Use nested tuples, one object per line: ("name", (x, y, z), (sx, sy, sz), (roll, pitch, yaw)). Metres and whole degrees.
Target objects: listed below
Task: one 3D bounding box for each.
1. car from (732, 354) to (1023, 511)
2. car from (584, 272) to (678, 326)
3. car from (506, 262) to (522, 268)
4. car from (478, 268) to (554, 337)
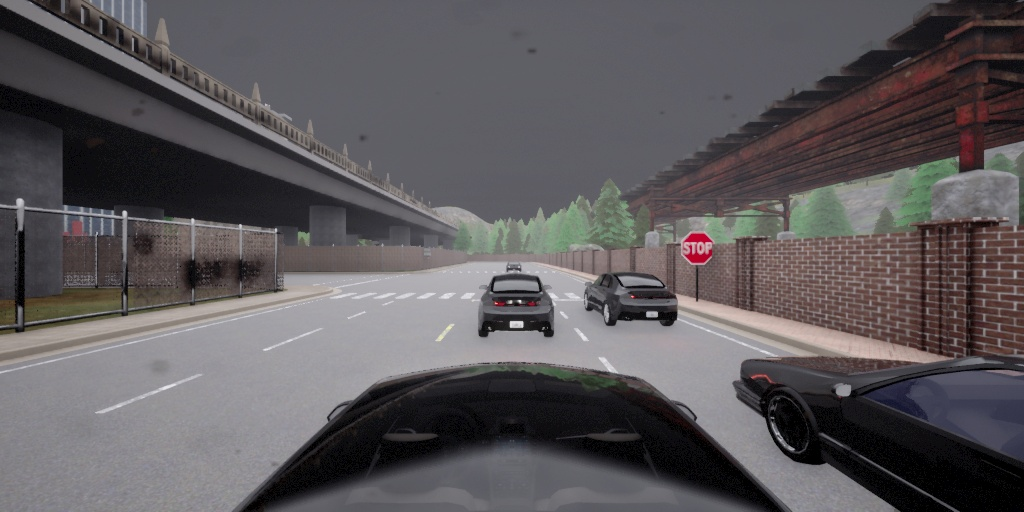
("car", (3.600, 1.297, 1.883), (2.033, 1.411, 5.357), (0, 0, 0))
("car", (3.607, 1.255, 11.629), (1.837, 1.490, 4.892), (0, 0, 0))
("car", (0.227, 1.351, 45.479), (1.895, 1.301, 4.718), (0, 0, -1))
("car", (0.104, 1.255, 10.273), (1.837, 1.490, 4.892), (0, 0, 0))
